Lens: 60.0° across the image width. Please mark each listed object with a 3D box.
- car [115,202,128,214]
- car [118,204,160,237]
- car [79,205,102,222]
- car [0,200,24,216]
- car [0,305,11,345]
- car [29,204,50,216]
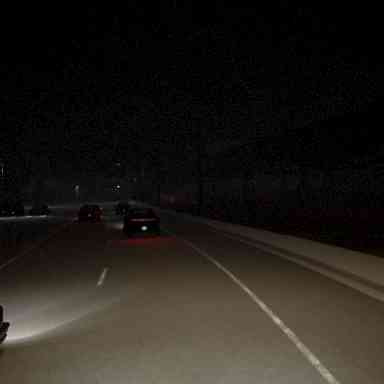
[{"bbox_3d":[-8.898,2.083,43.061,1.812,1.442,4.674,-1,-1,-14],"label":"car"},{"bbox_3d":[-3.097,1.720,19.922,2.128,1.511,4.902,-1,-1,-14],"label":"car"},{"bbox_3d":[-9.638,1.937,31.698,1.882,1.535,5.008,-1,-1,-14],"label":"car"},{"bbox_3d":[-23.430,2.122,43.003,2.150,2.045,5.566,-1,-1,-14],"label":"car"},{"bbox_3d":[-3.315,1.612,2.187,2.033,1.411,5.357,-1,-1,-4],"label":"car"},{"bbox_3d":[-20.041,2.308,43.891,1.812,1.442,4.674,-1,-1,-14],"label":"car"}]
